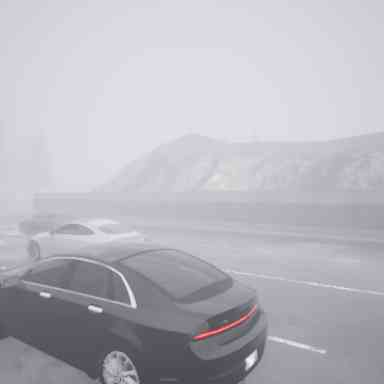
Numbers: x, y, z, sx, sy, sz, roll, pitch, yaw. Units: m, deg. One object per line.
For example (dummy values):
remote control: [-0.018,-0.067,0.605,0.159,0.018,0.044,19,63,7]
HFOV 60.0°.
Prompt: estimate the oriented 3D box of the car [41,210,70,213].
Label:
car: [-7.443,1.662,17.905,4.181,1.385,1.994,-1,0,36]

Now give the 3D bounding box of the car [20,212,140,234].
car: [-3.397,1.579,10.719,4.674,1.442,1.812,0,0,36]

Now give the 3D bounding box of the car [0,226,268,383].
car: [-1.339,1.530,4.949,4.892,1.490,1.837,0,0,36]
